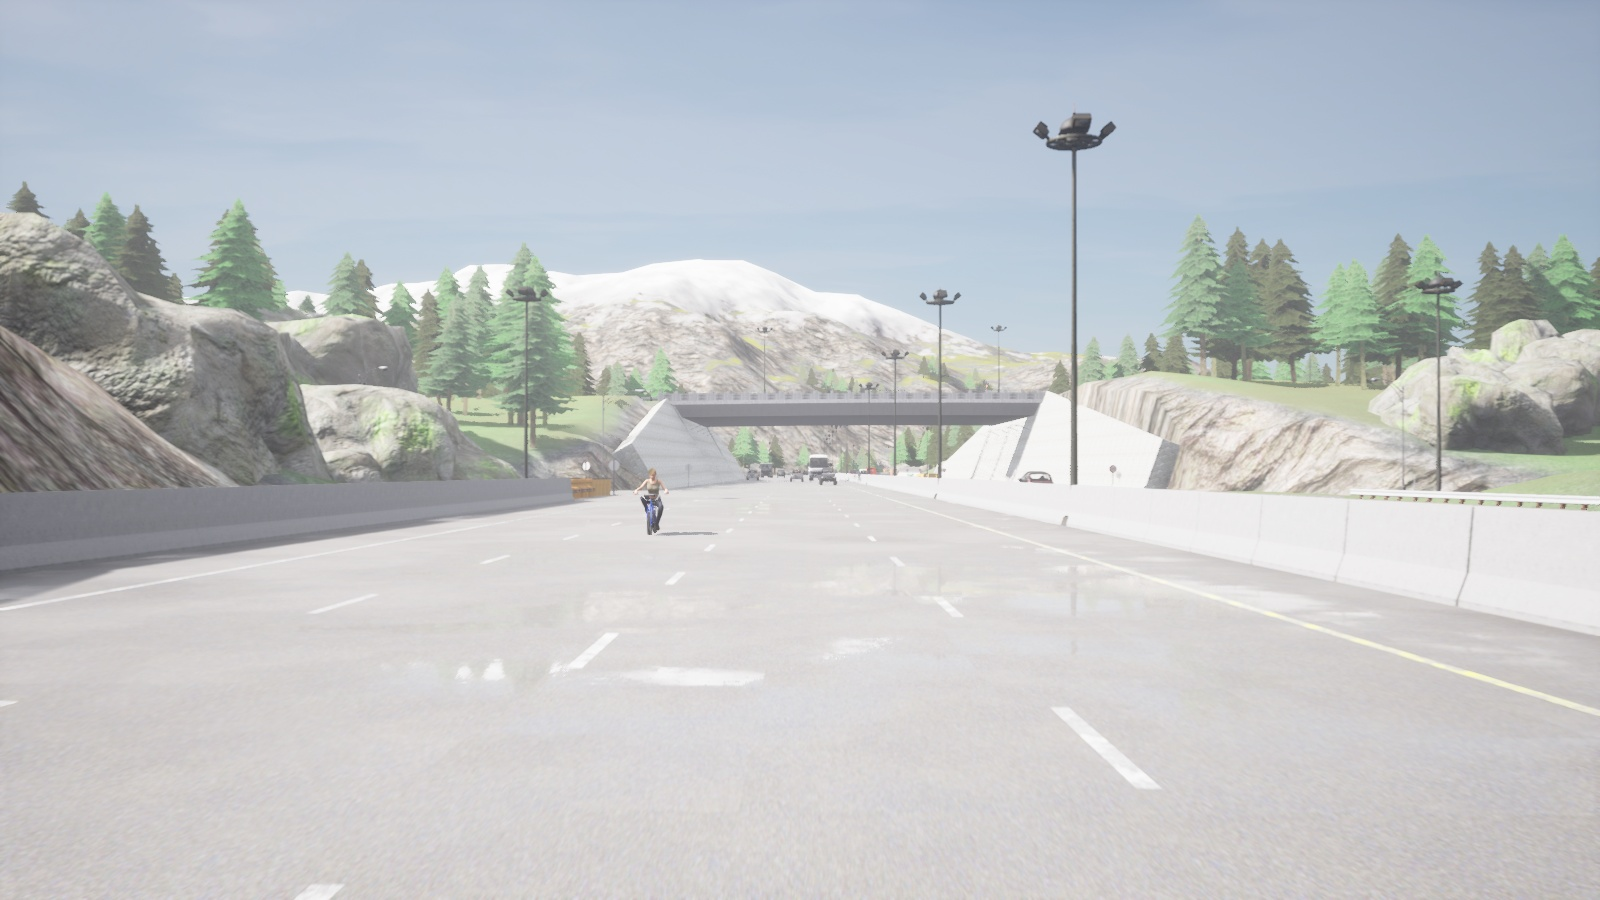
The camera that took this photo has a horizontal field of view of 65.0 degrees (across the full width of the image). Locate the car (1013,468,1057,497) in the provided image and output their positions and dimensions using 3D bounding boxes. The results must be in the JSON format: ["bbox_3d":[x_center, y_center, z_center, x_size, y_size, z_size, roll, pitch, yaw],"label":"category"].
[{"bbox_3d":[13.820,1.897,74.039,1.851,1.617,3.988,0,-1,0],"label":"car"}]

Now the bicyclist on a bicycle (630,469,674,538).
[{"bbox_3d":[-3.569,1.274,30.363,0.866,1.612,1.509,0,-1,0],"label":"bicyclist on a bicycle"}]
